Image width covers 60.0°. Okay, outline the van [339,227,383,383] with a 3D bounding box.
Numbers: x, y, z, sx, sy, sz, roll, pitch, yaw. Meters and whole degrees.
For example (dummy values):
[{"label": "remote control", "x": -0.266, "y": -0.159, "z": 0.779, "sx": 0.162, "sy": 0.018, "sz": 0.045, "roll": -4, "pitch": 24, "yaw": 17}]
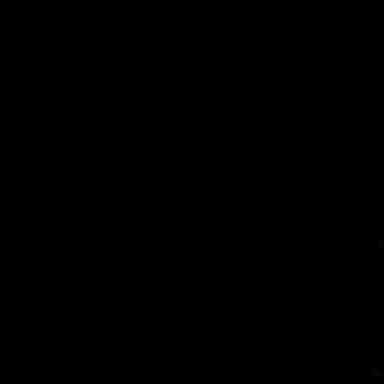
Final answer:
[{"label": "van", "x": 2.924, "y": 1.249, "z": 3.522, "sx": 1.878, "sy": 1.987, "sz": 4.442, "roll": -1, "pitch": 0, "yaw": 35}]
